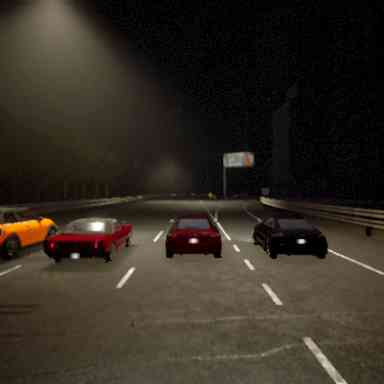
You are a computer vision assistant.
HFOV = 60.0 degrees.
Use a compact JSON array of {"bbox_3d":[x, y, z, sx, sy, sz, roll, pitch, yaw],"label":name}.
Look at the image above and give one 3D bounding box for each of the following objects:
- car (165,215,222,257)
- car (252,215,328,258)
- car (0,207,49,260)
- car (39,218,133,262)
[{"bbox_3d":[0.076,1.570,12.911,1.994,1.385,4.181,0,0,1],"label":"car"},{"bbox_3d":[3.580,1.570,12.812,1.994,1.385,4.181,0,0,1],"label":"car"},{"bbox_3d":[-6.927,1.356,12.625,2.097,1.767,4.553,0,0,1],"label":"car"},{"bbox_3d":[-3.434,1.606,12.069,1.895,1.301,4.718,0,0,1],"label":"car"}]
